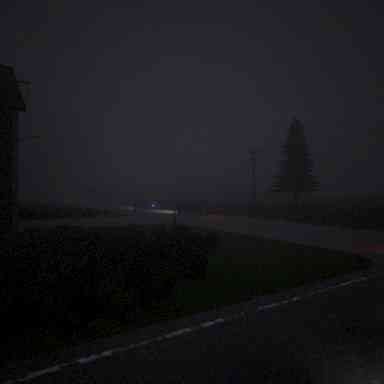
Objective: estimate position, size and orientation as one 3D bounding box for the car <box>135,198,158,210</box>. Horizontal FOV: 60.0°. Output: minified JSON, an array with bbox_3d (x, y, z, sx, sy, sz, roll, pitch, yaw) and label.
[{"bbox_3d":[-6.039,1.542,43.848,1.812,1.442,4.674,0,0,-30],"label":"car"}]

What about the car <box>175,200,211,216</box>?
[{"bbox_3d":[0.054,1.507,33.379,2.128,1.511,4.902,0,0,-30],"label":"car"}]
